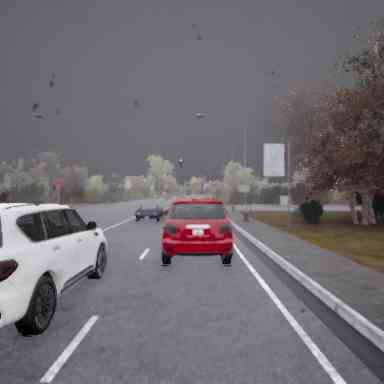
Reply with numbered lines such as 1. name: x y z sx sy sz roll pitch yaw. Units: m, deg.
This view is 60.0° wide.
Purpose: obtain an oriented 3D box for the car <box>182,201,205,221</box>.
1. car: 0.115 1.566 28.562 1.812 1.442 4.674 0 0 0

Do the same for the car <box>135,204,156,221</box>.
1. car: -3.386 1.640 27.203 1.895 1.301 4.718 0 0 0

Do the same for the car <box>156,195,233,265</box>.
1. car: 0.121 1.234 11.874 2.150 2.045 5.566 0 -1 -1

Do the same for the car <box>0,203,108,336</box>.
1. car: -3.396 1.229 6.846 2.150 2.045 5.566 0 0 0
